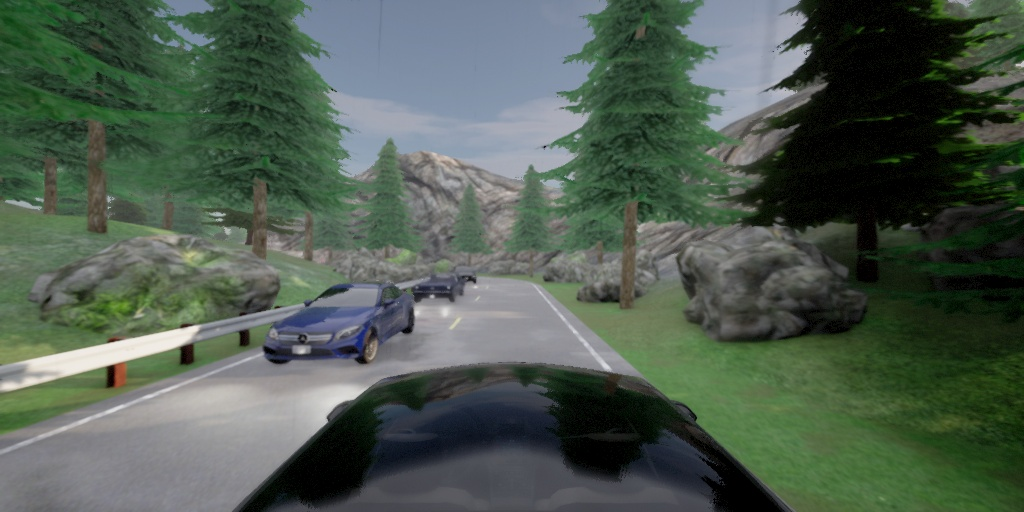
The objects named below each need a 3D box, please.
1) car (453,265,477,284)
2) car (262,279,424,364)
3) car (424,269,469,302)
[{"bbox_3d":[-4.214,1.581,30.858,1.837,1.490,4.892,0,-1,-15],"label":"car"},{"bbox_3d":[-3.591,1.353,8.416,1.812,1.442,4.674,0,-1,0],"label":"car"},{"bbox_3d":[-3.574,1.538,18.364,1.895,1.301,4.718,0,-1,0],"label":"car"}]
